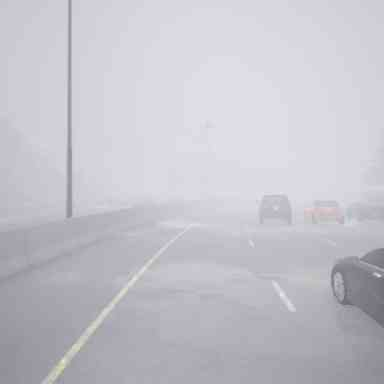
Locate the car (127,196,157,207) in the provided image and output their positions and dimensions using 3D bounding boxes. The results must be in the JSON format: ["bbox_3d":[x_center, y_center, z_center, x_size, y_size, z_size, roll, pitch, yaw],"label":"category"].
[{"bbox_3d":[-6.622,1.404,46.609,2.033,1.411,5.357,0,0,18],"label":"car"}]

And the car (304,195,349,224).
[{"bbox_3d":[9.572,1.319,24.387,2.097,1.767,4.553,0,0,11],"label":"car"}]

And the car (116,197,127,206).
[{"bbox_3d":[-9.033,1.345,50.307,1.837,1.490,4.892,0,0,19],"label":"car"}]

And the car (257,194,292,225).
[{"bbox_3d":[5.922,1.176,24.114,2.150,2.045,5.566,0,0,10],"label":"car"}]

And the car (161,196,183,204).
[{"bbox_3d":[-2.761,1.346,46.991,1.882,1.535,5.008,0,0,19],"label":"car"}]

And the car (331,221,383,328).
[{"bbox_3d":[3.755,1.505,5.106,1.837,1.490,4.892,0,1,3],"label":"car"}]

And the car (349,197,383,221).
[{"bbox_3d":[13.416,1.453,25.839,1.882,1.535,5.008,0,0,11],"label":"car"}]

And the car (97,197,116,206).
[{"bbox_3d":[-12.652,1.390,50.511,1.994,1.385,4.181,0,0,18],"label":"car"}]
